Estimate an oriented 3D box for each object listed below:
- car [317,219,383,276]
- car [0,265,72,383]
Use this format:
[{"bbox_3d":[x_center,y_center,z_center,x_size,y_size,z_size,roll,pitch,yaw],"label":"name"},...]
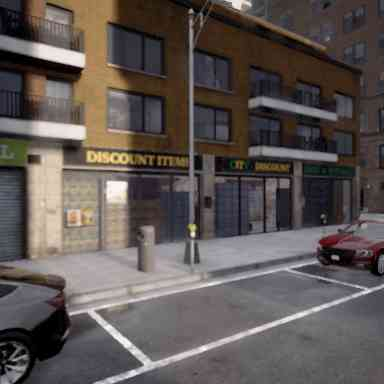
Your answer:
[{"bbox_3d":[5.682,1.507,10.227,4.507,1.381,1.887,0,0,-35],"label":"car"},{"bbox_3d":[-3.579,1.570,3.640,4.313,1.339,1.947,0,0,-35],"label":"car"}]
